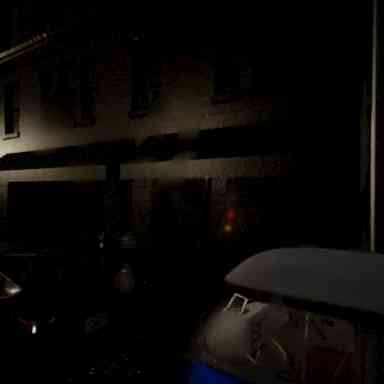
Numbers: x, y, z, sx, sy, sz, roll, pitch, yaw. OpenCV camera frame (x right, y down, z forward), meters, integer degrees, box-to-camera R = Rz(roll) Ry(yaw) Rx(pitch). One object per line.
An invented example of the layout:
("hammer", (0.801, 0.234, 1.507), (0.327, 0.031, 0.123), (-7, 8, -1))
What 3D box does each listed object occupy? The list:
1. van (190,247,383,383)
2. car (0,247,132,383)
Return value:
("van", (1.815, 1.345, 1.784), (3.998, 1.788, 1.690), (0, 0, 35))
("car", (-2.796, 1.532, 5.069), (4.313, 1.339, 1.947), (0, 0, 35))
